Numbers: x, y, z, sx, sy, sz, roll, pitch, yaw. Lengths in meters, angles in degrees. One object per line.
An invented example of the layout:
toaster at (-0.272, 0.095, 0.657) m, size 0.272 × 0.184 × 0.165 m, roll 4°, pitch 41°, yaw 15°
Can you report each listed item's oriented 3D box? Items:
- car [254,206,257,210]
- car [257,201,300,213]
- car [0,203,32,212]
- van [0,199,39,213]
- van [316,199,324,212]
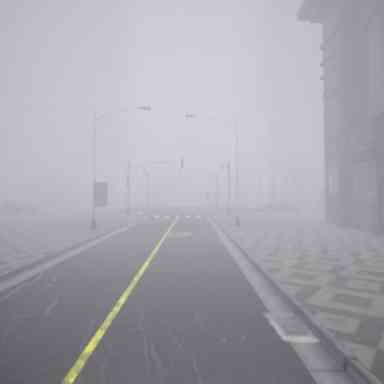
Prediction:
car at (11.615, 2.120, 49.067) m, size 4.829 × 1.417 × 1.752 m, roll 0°, pitch -1°, yaw 0°
car at (11.530, 1.920, 43.304) m, size 4.902 × 1.511 × 2.128 m, roll 0°, pitch -2°, yaw 0°
car at (-26.308, 2.266, 48.925) m, size 4.507 × 1.381 × 1.887 m, roll 0°, pitch -1°, yaw 0°
van at (-20.768, 1.796, 40.400) m, size 3.998 × 1.788 × 1.690 m, roll 0°, pitch -1°, yaw 0°
van at (17.216, 1.673, 40.566) m, size 3.998 × 1.788 × 1.690 m, roll 0°, pitch -1°, yaw 0°
